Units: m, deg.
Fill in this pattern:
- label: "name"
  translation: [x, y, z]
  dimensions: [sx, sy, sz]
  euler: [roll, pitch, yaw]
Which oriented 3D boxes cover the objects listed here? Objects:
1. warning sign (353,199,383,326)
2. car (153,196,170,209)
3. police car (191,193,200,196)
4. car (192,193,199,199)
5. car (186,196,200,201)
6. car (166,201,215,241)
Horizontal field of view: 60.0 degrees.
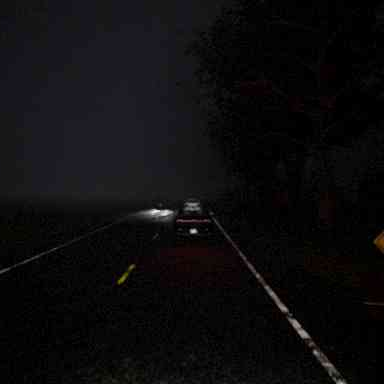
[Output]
- label: "warning sign"
  translation: [3.565, 1.091, 5.402]
  dimensions: [1.300, 1.860, 1.060]
  euler: [1, 2, 0]
- label: "car"
  translation: [-3.654, 1.288, 40.601]
  dimensions: [2.128, 1.511, 4.902]
  euler: [0, 0, 0]
- label: "police car"
  translation: [0.933, 0.983, 75.552]
  dimensions: [1.930, 1.638, 5.238]
  euler: [0, 0, 0]
- label: "car"
  translation: [0.917, 0.985, 85.443]
  dimensions: [1.837, 1.490, 4.892]
  euler: [0, 0, 0]
- label: "car"
  translation: [0.045, 1.370, 32.563]
  dimensions: [1.812, 1.442, 4.674]
  euler: [0, 0, 0]
- label: "car"
  translation: [0.068, 1.418, 16.288]
  dimensions: [2.128, 1.511, 4.902]
  euler: [0, 0, 0]
